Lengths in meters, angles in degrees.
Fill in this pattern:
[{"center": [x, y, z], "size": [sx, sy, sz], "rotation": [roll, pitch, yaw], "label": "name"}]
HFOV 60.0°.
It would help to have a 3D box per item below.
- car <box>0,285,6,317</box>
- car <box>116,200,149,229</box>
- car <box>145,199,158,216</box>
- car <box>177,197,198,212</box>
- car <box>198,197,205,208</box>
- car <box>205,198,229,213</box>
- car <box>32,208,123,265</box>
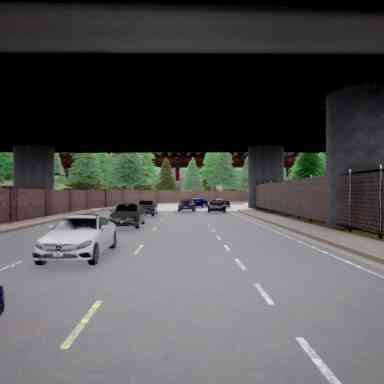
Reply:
[{"center": [-3.632, 1.601, 2.678], "size": [1.895, 1.301, 4.718], "rotation": [0, 0, -2], "label": "car"}, {"center": [-4.176, 1.505, 21.814], "size": [1.837, 1.490, 4.892], "rotation": [0, 0, -2], "label": "car"}, {"center": [-4.393, 1.505, 32.156], "size": [1.837, 1.490, 4.892], "rotation": [0, 0, -1], "label": "car"}, {"center": [-0.577, 1.526, 38.974], "size": [1.812, 1.442, 4.674], "rotation": [0, 0, 3], "label": "car"}, {"center": [1.071, 1.478, 48.643], "size": [1.882, 1.535, 5.008], "rotation": [0, 0, 15], "label": "car"}, {"center": [2.776, 1.564, 37.356], "size": [1.994, 1.385, 4.181], "rotation": [0, 0, 4], "label": "car"}, {"center": [-3.898, 1.526, 11.835], "size": [1.812, 1.442, 4.674], "rotation": [0, 0, -2], "label": "car"}]
